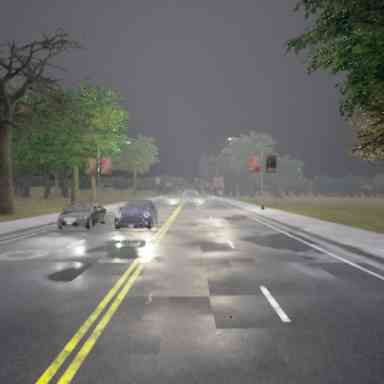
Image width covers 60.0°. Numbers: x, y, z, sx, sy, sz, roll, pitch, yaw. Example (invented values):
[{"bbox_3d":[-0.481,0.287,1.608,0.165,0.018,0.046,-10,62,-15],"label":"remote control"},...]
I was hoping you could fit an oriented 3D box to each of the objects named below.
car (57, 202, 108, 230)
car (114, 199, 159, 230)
[{"bbox_3d":[-6.533,1.384,20.237,2.128,1.511,4.902,0,0,1],"label":"car"},{"bbox_3d":[-3.283,1.243,20.306,2.097,1.767,4.553,0,0,1],"label":"car"}]
